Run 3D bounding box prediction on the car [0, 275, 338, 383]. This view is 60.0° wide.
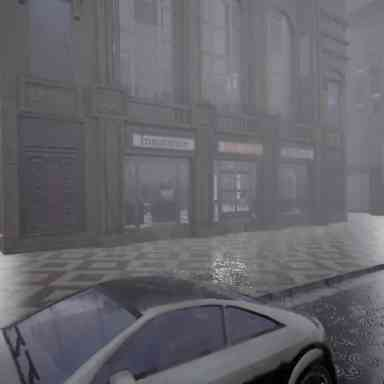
[{"bbox_3d":[-0.593,1.563,2.958,4.181,1.385,1.994,0,0,-36],"label":"car"}]
